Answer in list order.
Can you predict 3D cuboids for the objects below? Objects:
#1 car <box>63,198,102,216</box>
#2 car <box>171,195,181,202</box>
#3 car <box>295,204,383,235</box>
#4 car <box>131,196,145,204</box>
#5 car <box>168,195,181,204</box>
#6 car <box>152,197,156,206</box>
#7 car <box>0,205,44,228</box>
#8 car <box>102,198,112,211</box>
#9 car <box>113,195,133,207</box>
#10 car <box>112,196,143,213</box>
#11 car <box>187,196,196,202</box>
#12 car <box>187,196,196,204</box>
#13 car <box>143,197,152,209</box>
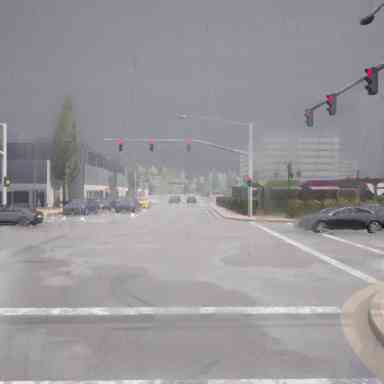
[{"bbox_3d":[-10.714,1.352,32.341,2.097,1.767,4.553,0,0,2],"label":"car"},{"bbox_3d":[-3.587,1.425,74.922,1.994,1.385,4.181,0,0,0],"label":"car"},{"bbox_3d":[8.244,1.491,18.410,4.902,1.511,2.128,0,0,-1],"label":"car"},{"bbox_3d":[-10.606,1.505,65.385,1.837,1.490,4.892,0,0,0],"label":"car"},{"bbox_3d":[-3.575,1.547,64.648,2.033,1.411,5.357,0,0,0],"label":"car"},{"bbox_3d":[-7.137,1.525,56.401,1.812,1.442,4.674,0,0,0],"label":"car"},{"bbox_3d":[-11.938,1.564,21.633,4.181,1.385,1.994,0,0,-2],"label":"car"},{"bbox_3d":[-10.643,1.491,41.489,2.128,1.511,4.902,0,0,0],"label":"car"},{"bbox_3d":[-10.647,1.352,51.497,2.097,1.767,4.553,0,0,0],"label":"car"},{"bbox_3d":[-7.130,1.352,37.184,2.097,1.767,4.553,0,0,0],"label":"car"},{"bbox_3d":[-0.088,1.468,74.958,1.895,1.301,4.718,0,0,0],"label":"car"},{"bbox_3d":[-0.075,1.491,64.652,2.128,1.511,4.902,0,0,0],"label":"car"},{"bbox_3d":[-7.139,1.477,46.306,1.882,1.535,5.008,0,0,0],"label":"car"}]
